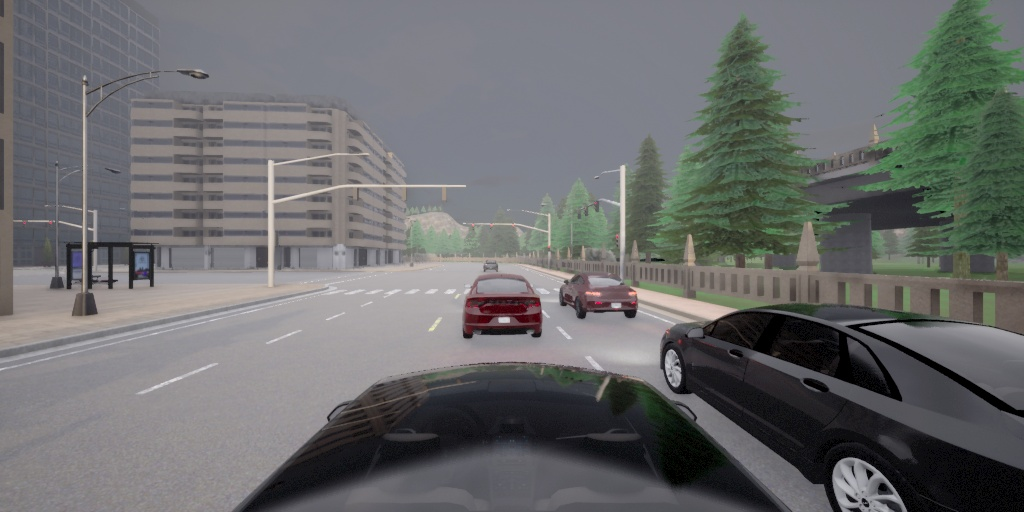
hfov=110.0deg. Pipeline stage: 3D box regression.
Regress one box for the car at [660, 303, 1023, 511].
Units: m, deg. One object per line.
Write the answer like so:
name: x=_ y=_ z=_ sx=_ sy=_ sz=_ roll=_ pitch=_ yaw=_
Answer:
car: x=3.257 y=1.255 z=3.775 sx=1.837 sy=1.490 sz=4.892 roll=0 pitch=0 yaw=0

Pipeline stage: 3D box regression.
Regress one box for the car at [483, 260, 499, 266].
car: x=-2.712 y=1.242 z=45.913 sx=2.128 sy=1.511 sz=4.902 roll=0 pitch=0 yaw=-4

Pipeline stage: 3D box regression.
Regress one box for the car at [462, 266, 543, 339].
car: x=-0.341 y=1.228 z=10.190 sx=1.882 sy=1.535 sz=5.008 roll=0 pitch=0 yaw=-4

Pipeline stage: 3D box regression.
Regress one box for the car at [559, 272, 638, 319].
car: x=2.922 y=1.276 z=12.765 sx=1.812 sy=1.442 sz=4.674 roll=0 pitch=0 yaw=-3
